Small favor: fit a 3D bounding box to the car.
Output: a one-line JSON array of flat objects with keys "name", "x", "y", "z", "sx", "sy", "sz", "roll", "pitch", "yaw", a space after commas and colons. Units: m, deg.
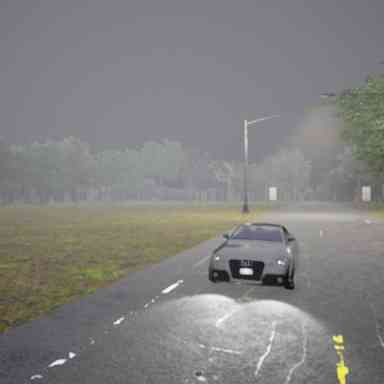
[{"name": "car", "x": 1.876, "y": 1.567, "z": 9.189, "sx": 1.994, "sy": 1.385, "sz": 4.181, "roll": 0, "pitch": 0, "yaw": 20}]
